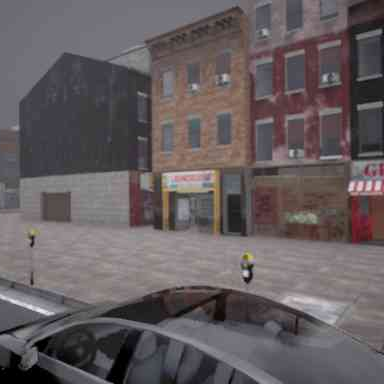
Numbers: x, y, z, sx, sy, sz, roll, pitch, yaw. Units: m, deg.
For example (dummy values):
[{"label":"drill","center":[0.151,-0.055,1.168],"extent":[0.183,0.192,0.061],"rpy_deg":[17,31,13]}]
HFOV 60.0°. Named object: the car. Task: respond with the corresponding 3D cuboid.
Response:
[{"label":"car","center":[-0.287,1.579,3.021],"extent":[4.313,1.339,1.947],"rpy_deg":[0,-1,36]}]
